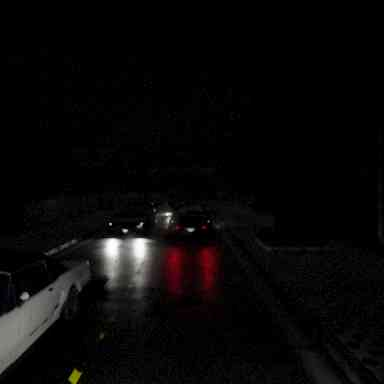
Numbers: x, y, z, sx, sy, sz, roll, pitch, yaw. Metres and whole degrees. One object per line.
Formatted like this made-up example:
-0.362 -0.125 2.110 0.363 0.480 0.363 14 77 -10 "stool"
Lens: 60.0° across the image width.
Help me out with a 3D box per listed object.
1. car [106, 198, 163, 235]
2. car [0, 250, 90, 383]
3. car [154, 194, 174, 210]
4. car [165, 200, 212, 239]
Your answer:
-2.908 1.277 17.242 2.033 1.411 5.357 0 1 0 "car"
-2.859 1.537 4.115 1.895 1.301 4.718 0 1 0 "car"
-2.788 0.981 31.620 1.882 1.535 5.008 0 1 2 "car"
-0.064 1.276 15.453 1.812 1.442 4.674 0 1 0 "car"
